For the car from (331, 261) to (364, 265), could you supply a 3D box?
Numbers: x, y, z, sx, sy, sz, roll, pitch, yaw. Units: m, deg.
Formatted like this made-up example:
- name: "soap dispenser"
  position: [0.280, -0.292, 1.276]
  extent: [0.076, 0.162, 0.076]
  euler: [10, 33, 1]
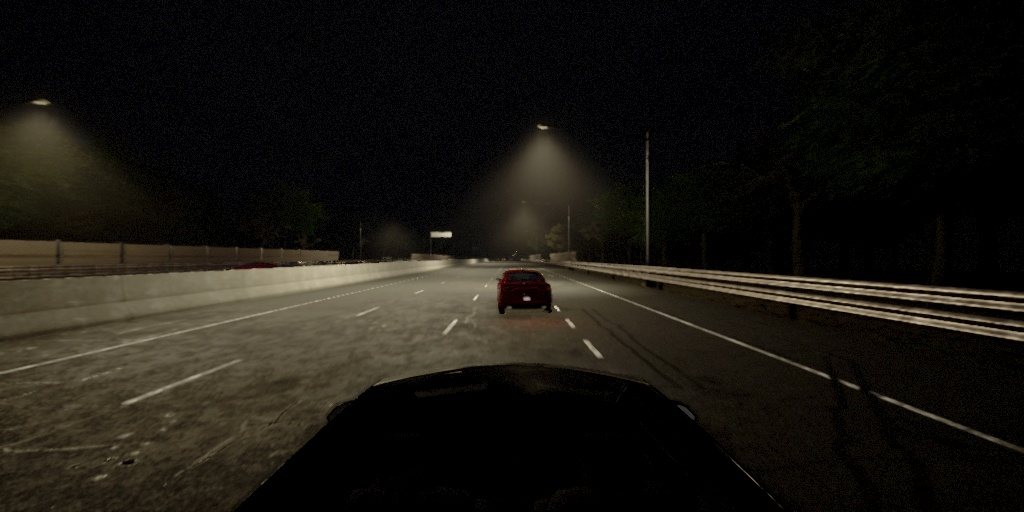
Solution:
- name: "car"
  position: [-17.650, 1.357, 39.722]
  extent: [1.837, 1.490, 4.892]
  euler: [0, -1, 0]

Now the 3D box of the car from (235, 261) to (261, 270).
- name: "car"
  position: [-28.143, 1.328, 39.602]
  extent: [1.882, 1.535, 5.008]
  euler: [0, -1, 0]

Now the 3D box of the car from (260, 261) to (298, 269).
- name: "car"
  position: [-24.645, 1.397, 39.567]
  extent: [2.033, 1.411, 5.357]
  euler: [0, 0, 0]

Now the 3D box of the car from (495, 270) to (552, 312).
- name: "car"
  position: [0.384, 1.278, 14.336]
  extent: [1.882, 1.535, 5.008]
  euler: [0, 0, -3]

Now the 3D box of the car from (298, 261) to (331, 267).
- name: "car"
  position: [-21.147, 1.344, 40.037]
  extent: [2.128, 1.511, 4.902]
  euler: [0, 0, 0]
